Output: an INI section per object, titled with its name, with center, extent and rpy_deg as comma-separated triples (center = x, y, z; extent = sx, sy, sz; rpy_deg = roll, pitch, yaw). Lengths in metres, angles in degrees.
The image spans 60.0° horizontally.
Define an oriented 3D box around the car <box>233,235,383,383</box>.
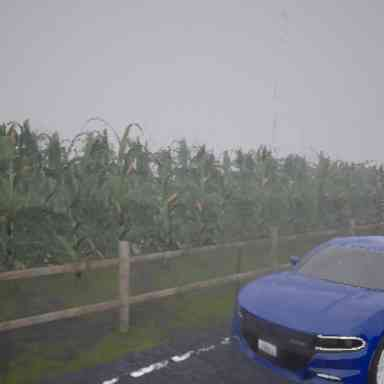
[car]
center = 2.833, 1.481, 5.276
extent = 5.008, 1.535, 1.882
rpy_deg = 0, 0, -37
